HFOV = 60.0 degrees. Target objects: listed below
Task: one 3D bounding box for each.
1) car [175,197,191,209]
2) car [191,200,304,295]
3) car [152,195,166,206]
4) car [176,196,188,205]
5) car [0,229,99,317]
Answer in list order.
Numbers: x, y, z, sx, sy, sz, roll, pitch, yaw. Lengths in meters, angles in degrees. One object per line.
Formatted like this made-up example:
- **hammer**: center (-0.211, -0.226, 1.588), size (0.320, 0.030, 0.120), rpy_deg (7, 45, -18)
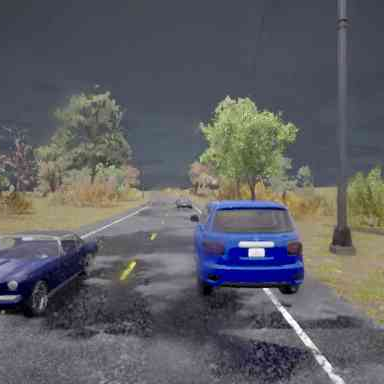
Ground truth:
- **car**: center (-1.054, 1.519, 44.366), size (1.994, 1.385, 4.181), rpy_deg (0, 0, -3)
- **car**: center (1.172, 1.221, 8.874), size (2.150, 2.045, 5.566), rpy_deg (0, 0, -1)
- **car**: center (-5.142, 1.297, 51.792), size (2.097, 1.767, 4.553), rpy_deg (0, 0, -3)
- **car**: center (-1.829, 1.497, 57.860), size (1.994, 1.385, 4.181), rpy_deg (0, 0, -4)
- **car**: center (-3.654, 1.598, 7.538), size (1.895, 1.301, 4.718), rpy_deg (0, 0, -1)
